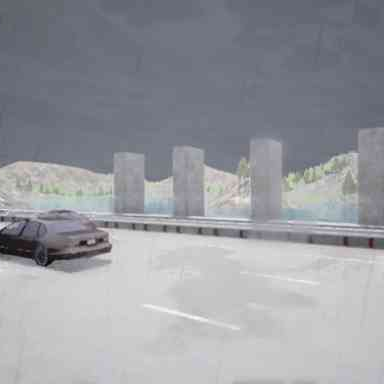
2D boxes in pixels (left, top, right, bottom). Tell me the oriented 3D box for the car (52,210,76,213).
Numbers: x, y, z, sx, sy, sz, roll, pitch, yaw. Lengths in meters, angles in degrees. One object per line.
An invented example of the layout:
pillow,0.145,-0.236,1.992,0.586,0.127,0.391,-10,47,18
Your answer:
car,-6.785,1.591,16.528,4.181,1.385,1.994,0,0,31

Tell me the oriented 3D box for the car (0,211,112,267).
car,-5.187,1.568,11.449,5.357,1.411,2.033,0,0,32
